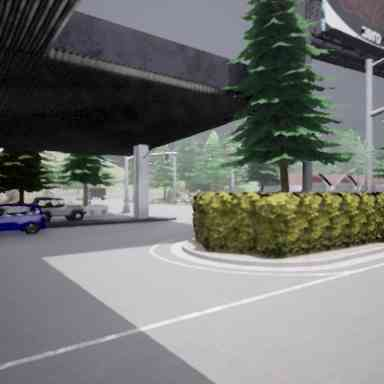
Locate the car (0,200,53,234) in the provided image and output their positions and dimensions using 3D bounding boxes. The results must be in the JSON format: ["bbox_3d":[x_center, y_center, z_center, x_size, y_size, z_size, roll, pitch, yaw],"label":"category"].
[{"bbox_3d":[-10.271,1.475,17.705,4.611,1.667,2.242,0,0,-36],"label":"car"}]

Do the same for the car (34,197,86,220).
[{"bbox_3d":[-10.076,1.295,24.834,3.866,1.878,1.905,0,0,-36],"label":"car"}]
